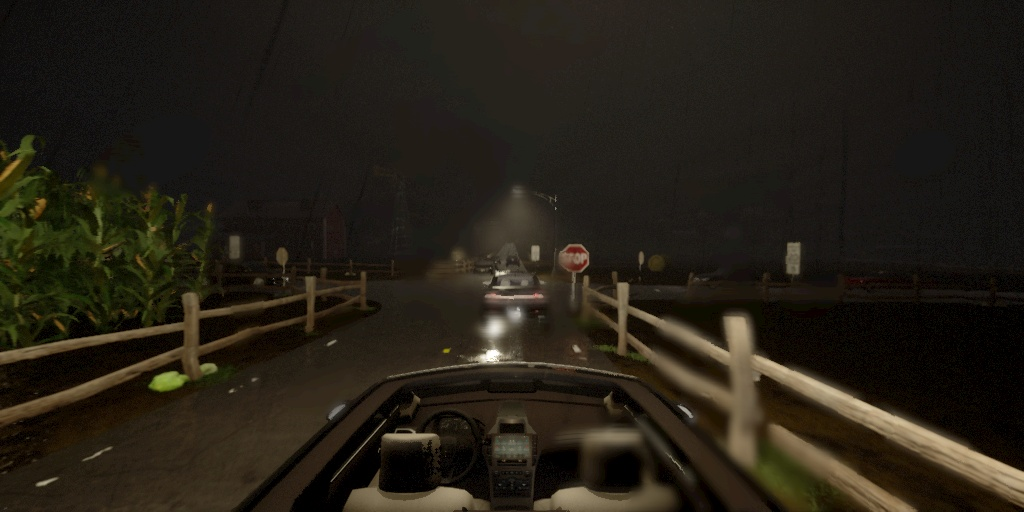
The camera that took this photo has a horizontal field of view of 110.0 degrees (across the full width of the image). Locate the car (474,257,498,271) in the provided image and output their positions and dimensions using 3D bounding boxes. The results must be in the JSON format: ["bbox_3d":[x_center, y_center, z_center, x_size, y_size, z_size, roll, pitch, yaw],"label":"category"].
[{"bbox_3d":[-2.834,1.129,37.611,1.882,1.535,5.008,0,1,0],"label":"car"}]

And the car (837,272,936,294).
[{"bbox_3d":[24.037,1.691,23.173,4.718,1.301,1.895,1,2,0],"label":"car"}]

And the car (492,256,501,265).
[{"bbox_3d":[-2.823,1.011,47.685,1.837,1.490,4.892,0,1,0],"label":"car"}]

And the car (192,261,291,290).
[{"bbox_3d":[-15.241,1.074,20.407,4.892,1.490,1.837,1,2,-2],"label":"car"}]

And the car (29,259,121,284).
[{"bbox_3d":[-25.335,0.915,20.391,5.008,1.535,1.882,1,2,0],"label":"car"}]

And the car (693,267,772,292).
[{"bbox_3d":[14.175,1.454,23.202,4.674,1.442,1.812,1,2,0],"label":"car"}]

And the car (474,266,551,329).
[{"bbox_3d":[0.101,1.226,11.142,2.128,1.511,4.902,0,0,0],"label":"car"}]

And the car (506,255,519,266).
[{"bbox_3d":[0.113,0.623,57.858,2.097,1.767,4.553,0,1,0],"label":"car"}]
